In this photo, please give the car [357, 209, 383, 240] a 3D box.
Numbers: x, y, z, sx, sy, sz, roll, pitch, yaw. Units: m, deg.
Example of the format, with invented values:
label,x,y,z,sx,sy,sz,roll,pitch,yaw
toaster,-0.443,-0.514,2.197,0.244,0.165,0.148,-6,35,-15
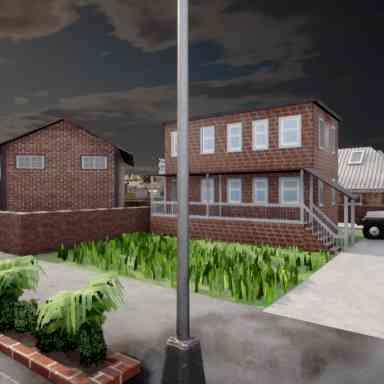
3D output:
label,x,y,z,sx,sy,sz,roll,pitch,yaw
car,8.493,0.973,12.590,3.866,1.878,1.905,0,0,36
